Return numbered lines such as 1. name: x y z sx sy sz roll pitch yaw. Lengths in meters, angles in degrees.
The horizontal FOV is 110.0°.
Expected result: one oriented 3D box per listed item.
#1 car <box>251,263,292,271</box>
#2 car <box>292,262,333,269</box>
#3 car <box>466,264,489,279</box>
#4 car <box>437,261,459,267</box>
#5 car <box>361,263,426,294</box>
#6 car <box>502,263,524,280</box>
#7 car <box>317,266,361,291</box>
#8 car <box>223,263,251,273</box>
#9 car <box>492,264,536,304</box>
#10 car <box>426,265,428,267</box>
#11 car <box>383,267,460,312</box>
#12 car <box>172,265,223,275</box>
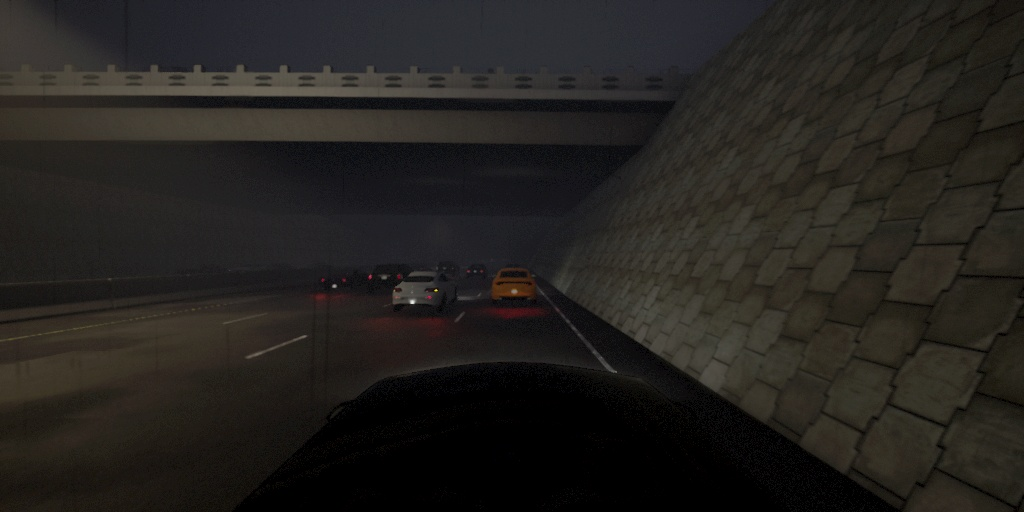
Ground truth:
1. car: -24.604 1.466 37.745 1.812 1.442 4.674 0 0 0
2. car: -21.105 1.439 38.946 2.128 1.511 4.902 0 0 0
3. car: -3.408 1.477 35.672 2.033 1.411 5.357 0 0 0
4. car: -6.911 1.300 38.960 2.097 1.767 4.553 0 0 0
5. car: -6.905 1.206 21.497 2.097 1.767 4.553 0 0 0
6. car: 0.091 1.477 35.657 2.033 1.411 5.357 0 0 0
7. car: -10.405 1.464 23.210 1.895 1.301 4.718 0 0 0
8. car: -28.103 1.471 38.618 1.812 1.442 4.674 0 -1 0
9. car: 0.097 1.309 17.057 1.882 1.535 5.008 0 0 0
10. car: -10.413 1.516 40.131 1.994 1.385 4.181 0 0 0
11. car: -3.416 1.344 14.587 1.812 1.442 4.674 0 0 0
12. car: -31.604 1.536 36.579 1.895 1.301 4.718 0 0 0
